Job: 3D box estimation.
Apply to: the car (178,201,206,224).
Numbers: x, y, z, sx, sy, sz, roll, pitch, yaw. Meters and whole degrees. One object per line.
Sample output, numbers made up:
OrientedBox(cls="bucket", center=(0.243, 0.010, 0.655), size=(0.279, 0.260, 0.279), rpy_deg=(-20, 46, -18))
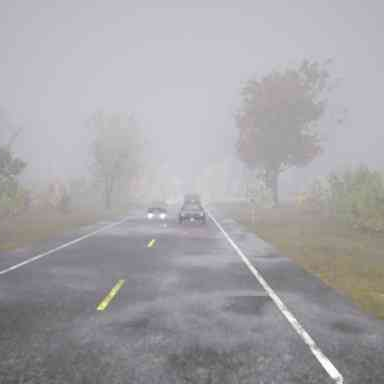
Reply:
OrientedBox(cls="car", center=(0.028, 1.545, 24.334), size=(1.895, 1.301, 4.718), rpy_deg=(0, 0, 0))

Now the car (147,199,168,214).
OrientedBox(cls="car", center=(-3.522, 1.483, 35.299), size=(2.033, 1.411, 5.357), rpy_deg=(0, 0, 0))

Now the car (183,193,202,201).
OrientedBox(cls="car", center=(0.072, 1.157, 42.284), size=(2.150, 2.045, 5.566), rpy_deg=(0, 0, 0))
